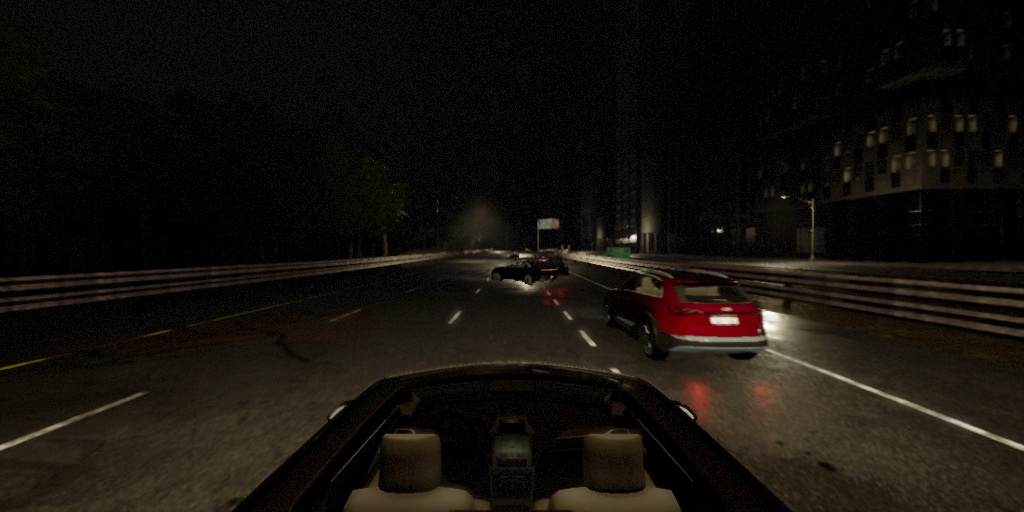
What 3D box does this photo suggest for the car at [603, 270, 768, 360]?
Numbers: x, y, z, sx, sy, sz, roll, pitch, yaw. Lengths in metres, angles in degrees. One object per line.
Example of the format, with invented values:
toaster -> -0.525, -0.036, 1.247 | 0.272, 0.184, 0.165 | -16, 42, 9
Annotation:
car -> 3.503, 1.102, 8.162 | 2.033, 1.649, 4.856 | 0, 1, 0

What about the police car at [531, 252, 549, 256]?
police car -> 3.659, 0.555, 41.063 | 2.038, 1.542, 4.974 | 0, 1, 0

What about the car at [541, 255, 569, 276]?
car -> 3.581, 0.884, 30.096 | 1.994, 1.385, 4.181 | 0, 1, 0

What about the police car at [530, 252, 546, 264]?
police car -> 3.762, 0.282, 52.031 | 2.038, 1.542, 4.974 | 0, 1, 1

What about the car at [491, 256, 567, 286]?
car -> 0.681, 0.971, 22.453 | 2.128, 1.511, 4.902 | -1, 1, -42
